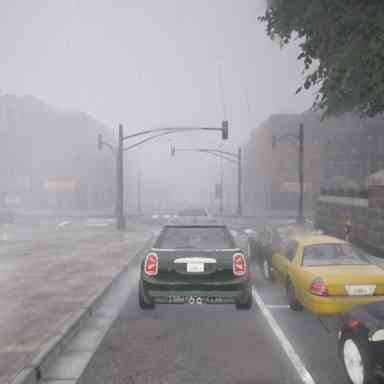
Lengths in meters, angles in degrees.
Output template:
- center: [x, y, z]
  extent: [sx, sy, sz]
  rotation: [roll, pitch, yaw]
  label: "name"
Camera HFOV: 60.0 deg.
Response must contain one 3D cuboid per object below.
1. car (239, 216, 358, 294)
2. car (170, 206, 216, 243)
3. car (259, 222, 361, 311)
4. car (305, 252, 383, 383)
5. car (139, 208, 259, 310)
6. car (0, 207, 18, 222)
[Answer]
- center: [2.665, 1.548, 9.579]
  extent: [2.008, 1.369, 4.403]
  rotation: [-1, 0, 0]
  label: "car"
- center: [0.036, 1.555, 17.420]
  extent: [2.033, 1.411, 5.357]
  rotation: [0, 0, 0]
  label: "car"
- center: [2.685, 1.523, 7.605]
  extent: [1.752, 1.417, 4.829]
  rotation: [-1, 0, 0]
  label: "car"
- center: [2.625, 1.550, 2.443]
  extent: [2.008, 1.369, 4.403]
  rotation: [-1, 0, 0]
  label: "car"
- center: [0.077, 1.350, 7.986]
  extent: [2.097, 1.767, 4.553]
  rotation: [0, 0, 0]
  label: "car"
- center: [-14.725, 1.426, 23.080]
  extent: [4.892, 1.490, 1.837]
  rotation: [1, 1, 0]
  label: "car"
